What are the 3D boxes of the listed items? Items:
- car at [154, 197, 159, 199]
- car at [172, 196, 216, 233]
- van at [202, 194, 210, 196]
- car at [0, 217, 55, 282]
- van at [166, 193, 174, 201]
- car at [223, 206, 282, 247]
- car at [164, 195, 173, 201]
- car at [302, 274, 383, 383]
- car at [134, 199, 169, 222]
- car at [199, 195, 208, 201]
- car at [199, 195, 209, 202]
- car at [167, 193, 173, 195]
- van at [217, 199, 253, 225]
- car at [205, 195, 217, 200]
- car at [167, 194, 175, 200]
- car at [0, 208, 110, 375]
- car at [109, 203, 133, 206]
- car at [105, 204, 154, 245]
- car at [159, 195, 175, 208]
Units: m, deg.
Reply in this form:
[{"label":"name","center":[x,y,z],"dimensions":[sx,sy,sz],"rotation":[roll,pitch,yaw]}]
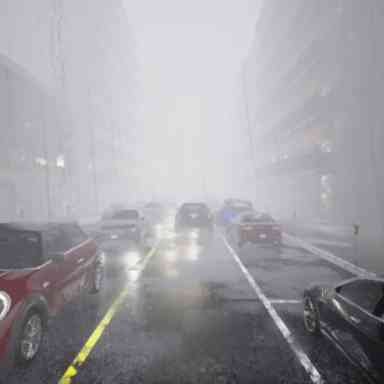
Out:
[{"label":"car","center":[-5.687,1.477,53.297],"dimensions":[1.752,1.417,4.829],"rotation":[0,0,0]},{"label":"car","center":[0.105,1.330,19.769],"dimensions":[2.097,1.767,4.553],"rotation":[0,0,0]},{"label":"van","center":[2.693,1.292,53.452],"dimensions":[1.690,1.788,3.998],"rotation":[-1,0,0]},{"label":"car","center":[-5.695,1.555,9.279],"dimensions":[1.947,1.339,4.313],"rotation":[0,0,0]},{"label":"van","center":[-5.681,1.275,86.607],"dimensions":[1.690,1.788,3.998],"rotation":[-1,0,0]},{"label":"car","center":[2.687,1.528,14.788],"dimensions":[1.887,1.381,4.507],"rotation":[0,0,0]},{"label":"car","center":[-5.680,1.481,81.084],"dimensions":[1.887,1.381,4.507],"rotation":[-1,0,0]},{"label":"car","center":[2.684,1.561,3.741],"dimensions":[1.947,1.339,4.313],"rotation":[0,0,0]},{"label":"car","center":[-3.043,1.498,25.865],"dimensions":[1.812,1.442,4.674],"rotation":[0,0,0]},{"label":"car","center":[2.701,1.487,81.068],"dimensions":[2.008,1.369,4.403],"rotation":[-1,0,0]},{"label":"car","center":[2.700,1.489,75.545],"dimensions":[2.008,1.369,4.403],"rotation":[-1,0,0]},{"label":"car","center":[-5.682,1.508,70.036],"dimensions":[1.947,1.339,4.313],"rotation":[0,0,0]},{"label":"van","center":[2.686,1.319,20.311],"dimensions":[1.690,1.788,3.998],"rotation":[0,0,0]},{"label":"car","center":[2.692,1.484,42.575],"dimensions":[1.752,1.417,4.829],"rotation":[-1,0,0]},{"label":"car","center":[-5.679,1.372,92.131],"dimensions":[1.967,1.590,4.097],"rotation":[-1,0,0]},{"label":"car","center":[-3.087,1.345,5.711],"dimensions":[2.097,1.767,4.553],"rotation":[0,0,0]},{"label":"car","center":[-5.692,1.518,25.849],"dimensions":[1.887,1.381,4.507],"rotation":[0,0,0]},{"label":"car","center":[-3.083,1.509,15.561],"dimensions":[1.812,1.442,4.674],"rotation":[0,0,0]},{"label":"car","center":[-2.994,1.523,44.301],"dimensions":[1.994,1.385,4.181],"rotation":[0,0,0]}]
